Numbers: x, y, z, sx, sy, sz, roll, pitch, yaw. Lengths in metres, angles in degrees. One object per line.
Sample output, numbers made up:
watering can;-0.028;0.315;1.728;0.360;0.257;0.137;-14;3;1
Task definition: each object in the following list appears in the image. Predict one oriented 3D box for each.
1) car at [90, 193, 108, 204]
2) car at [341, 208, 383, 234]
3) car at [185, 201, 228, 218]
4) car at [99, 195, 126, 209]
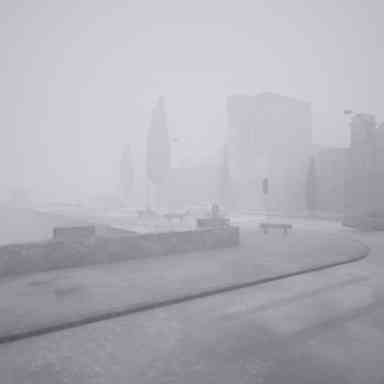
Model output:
car;-17.293;1.210;62.522;2.150;2.045;5.566;0;0;-36
car;10.780;1.538;17.398;5.357;1.411;2.033;0;0;43
car;1.178;1.518;29.479;1.812;1.442;4.674;0;1;-36
car;-10.861;1.498;46.359;1.837;1.490;4.892;0;0;-35
